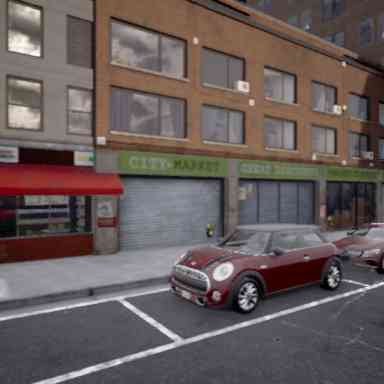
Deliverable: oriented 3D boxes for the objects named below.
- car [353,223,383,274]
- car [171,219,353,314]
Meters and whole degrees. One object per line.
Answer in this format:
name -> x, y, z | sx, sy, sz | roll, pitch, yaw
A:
car -> 6.121, 1.676, 10.743 | 4.206, 1.307, 1.802 | 1, -1, -35
car -> 1.530, 1.475, 7.565 | 4.097, 1.590, 1.967 | 1, -1, -35
